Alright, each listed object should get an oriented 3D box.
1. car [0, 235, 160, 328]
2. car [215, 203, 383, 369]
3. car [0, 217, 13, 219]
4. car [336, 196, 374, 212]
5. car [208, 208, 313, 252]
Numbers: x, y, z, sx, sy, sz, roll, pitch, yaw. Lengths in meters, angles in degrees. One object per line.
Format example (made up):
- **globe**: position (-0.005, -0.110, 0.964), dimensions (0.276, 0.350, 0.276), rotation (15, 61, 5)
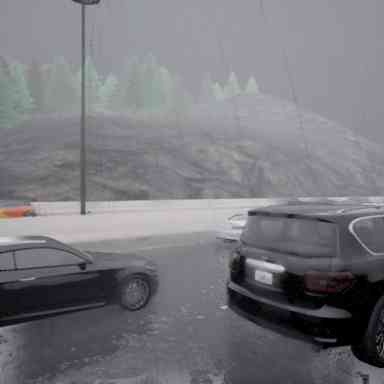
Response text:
- **car**: position (-2.827, 1.526, 6.031), dimensions (4.674, 1.442, 1.812), rotation (0, 0, -35)
- **car**: position (3.136, 1.222, 5.983), dimensions (5.566, 2.045, 2.150), rotation (0, 0, -36)
- **car**: position (-13.851, 1.478, 19.909), dimensions (5.008, 1.535, 1.882), rotation (0, 0, -36)
- **car**: position (19.222, 1.353, 39.193), dimensions (4.553, 1.767, 2.097), rotation (0, 0, -35)
- **car**: position (3.118, 1.526, 14.571), dimensions (4.674, 1.442, 1.812), rotation (0, 0, -36)
